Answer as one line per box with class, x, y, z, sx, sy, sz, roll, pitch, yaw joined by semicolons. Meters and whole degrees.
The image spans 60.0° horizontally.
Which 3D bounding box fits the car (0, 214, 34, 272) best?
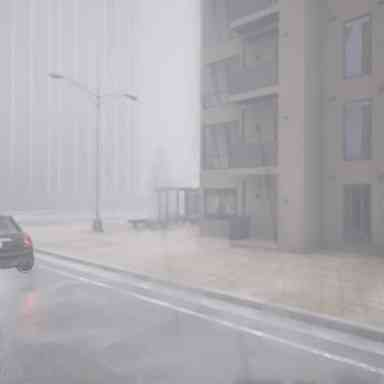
car;-6.592;1.376;9.791;4.553;1.767;2.097;0;0;40
